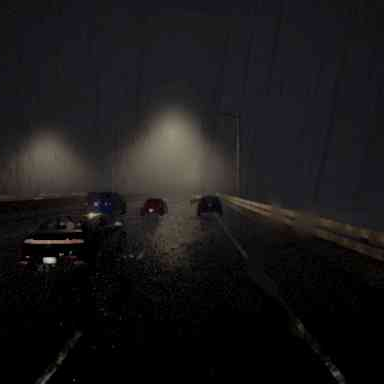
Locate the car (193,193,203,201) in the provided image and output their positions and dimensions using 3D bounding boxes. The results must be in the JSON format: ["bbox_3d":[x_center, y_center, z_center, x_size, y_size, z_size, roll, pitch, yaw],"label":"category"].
[{"bbox_3d":[1.178,0.945,62.938,1.895,1.301,4.718,0,1,2],"label":"car"}]

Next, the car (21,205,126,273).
[{"bbox_3d":[-3.355,1.372,10.289,2.128,1.511,4.902,0,1,0],"label":"car"}]

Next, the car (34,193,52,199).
[{"bbox_3d":[-23.667,0.914,53.731,2.128,1.511,4.902,0,1,2],"label":"car"}]

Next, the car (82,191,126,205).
[{"bbox_3d":[-6.682,0.931,25.955,2.150,2.045,5.566,0,1,1],"label":"car"}]

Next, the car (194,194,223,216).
[{"bbox_3d":[1.483,1.032,28.763,2.097,1.767,4.553,0,1,1],"label":"car"}]

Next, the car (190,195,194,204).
[{"bbox_3d":[0.706,1.083,47.913,1.895,1.301,4.718,0,1,2],"label":"car"}]

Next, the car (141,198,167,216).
[{"bbox_3d":[-3.146,1.213,28.007,1.812,1.442,4.674,0,1,1],"label":"car"}]

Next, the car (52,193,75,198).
[{"bbox_3d":[-20.170,0.949,53.609,1.812,1.442,4.674,0,1,2],"label":"car"}]
